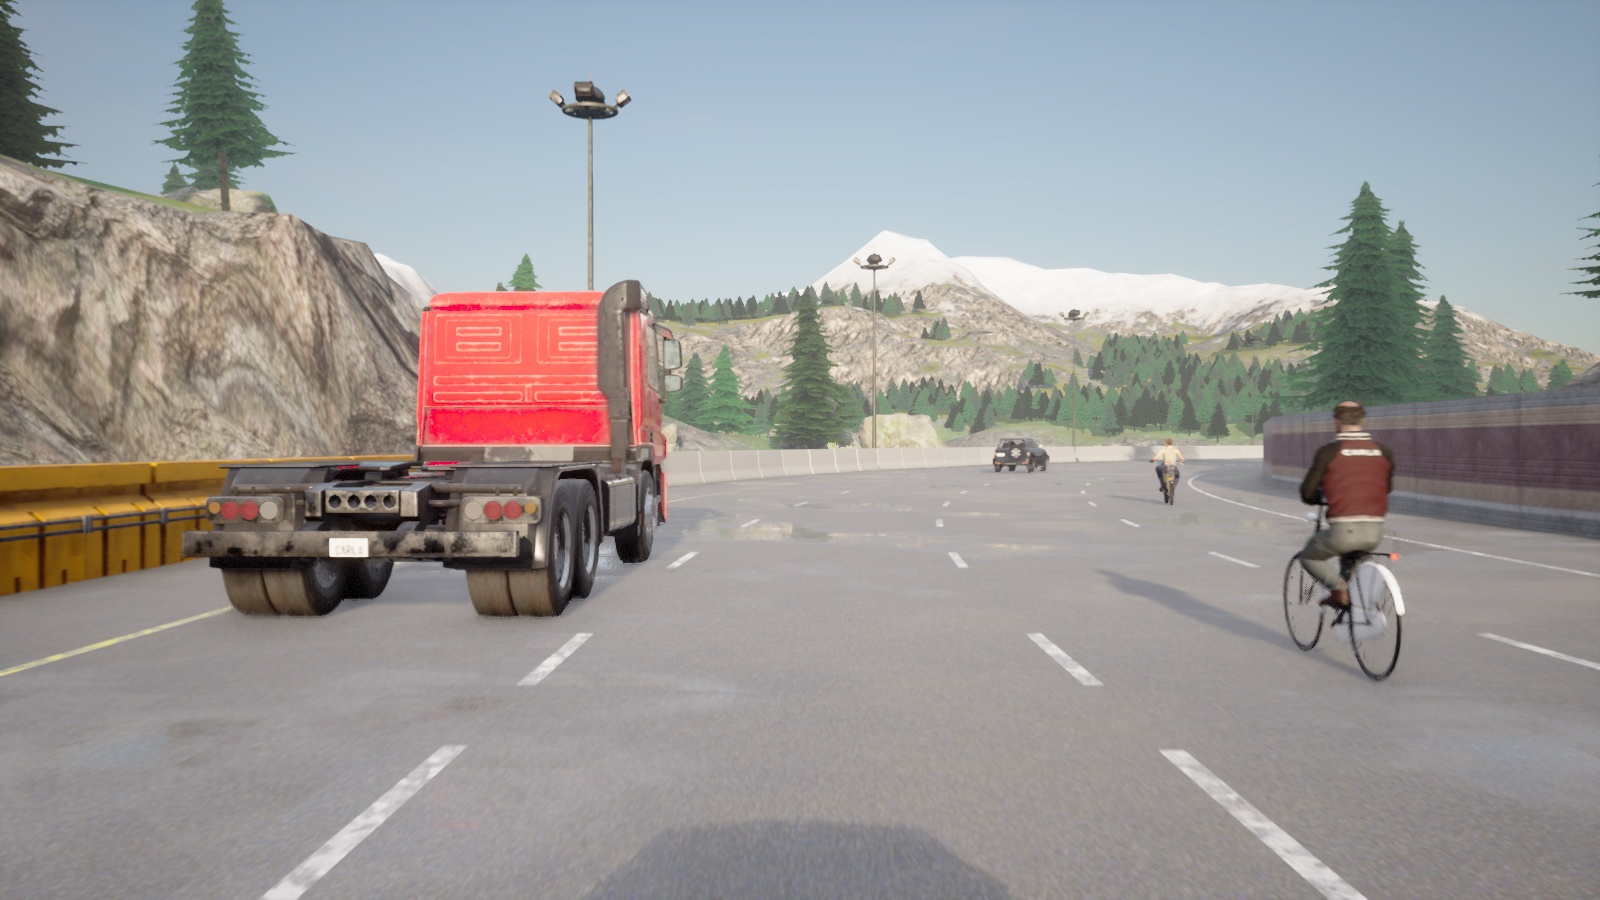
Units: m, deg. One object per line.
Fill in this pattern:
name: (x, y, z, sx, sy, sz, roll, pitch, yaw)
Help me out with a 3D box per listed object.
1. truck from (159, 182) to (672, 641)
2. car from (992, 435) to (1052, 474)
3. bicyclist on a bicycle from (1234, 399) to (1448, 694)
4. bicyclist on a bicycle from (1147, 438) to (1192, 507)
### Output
truck: (-3.325, -0.314, 13.474, 2.891, 3.462, 7.936, 0, 0, 1)
car: (11.218, 0.216, 63.163, 1.932, 1.855, 4.605, 0, 0, 23)
bicyclist on a bicycle: (3.572, 0.572, 8.479, 0.659, 1.776, 1.843, 0, 0, 1)
bicyclist on a bicycle: (8.888, 0.520, 30.251, 0.866, 1.612, 1.509, 0, 0, 9)
